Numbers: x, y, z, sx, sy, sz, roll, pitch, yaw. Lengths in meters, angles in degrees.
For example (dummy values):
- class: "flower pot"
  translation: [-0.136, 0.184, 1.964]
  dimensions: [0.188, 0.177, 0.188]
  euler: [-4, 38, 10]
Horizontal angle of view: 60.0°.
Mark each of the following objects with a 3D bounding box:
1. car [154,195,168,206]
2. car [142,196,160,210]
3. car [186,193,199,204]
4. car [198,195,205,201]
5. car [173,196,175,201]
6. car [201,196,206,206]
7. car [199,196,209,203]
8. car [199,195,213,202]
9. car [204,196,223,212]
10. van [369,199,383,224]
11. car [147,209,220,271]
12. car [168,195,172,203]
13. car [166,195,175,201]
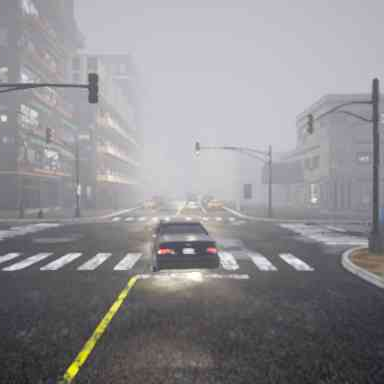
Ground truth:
- class: "car"
  translation: [-5.692, 1.368, 55.827]
  dimensions: [2.192, 1.841, 5.009]
  euler: [0, 0, 0]
- class: "car"
  translation: [-5.692, 1.562, 44.577]
  dimensions: [1.752, 1.417, 4.829]
  euler: [0, 0, 0]
- class: "car"
  translation: [-0.006, 1.291, 65.629]
  dimensions: [2.150, 2.045, 5.566]
  euler: [0, 0, 0]
- class: "car"
  translation: [2.684, 1.660, 94.772]
  dimensions: [1.752, 1.417, 4.829]
  euler: [0, 0, 0]
- class: "car"
  translation: [-5.696, 1.652, 83.523]
  dimensions: [1.887, 1.381, 4.507]
  euler: [0, 0, 0]
- class: "car"
  translation: [2.688, 1.626, 50.289]
  dimensions: [1.802, 1.307, 4.206]
  euler: [0, 0, 0]
- class: "car"
  translation: [2.686, 1.634, 72.445]
  dimensions: [2.008, 1.369, 4.403]
  euler: [0, 0, 0]
- class: "car"
  translation: [2.689, 1.368, 55.828]
  dimensions: [2.192, 1.841, 5.009]
  euler: [0, 0, 0]
- class: "car"
  translation: [2.689, 1.556, 39.380]
  dimensions: [1.752, 1.417, 4.829]
  euler: [0, 0, 0]
- class: "van"
  translation: [14.898, 1.421, 23.696]
  dimensions: [3.998, 1.788, 1.690]
  euler: [0, 0, 0]
- class: "car"
  translation: [-0.438, 1.544, 10.965]
  dimensions: [2.033, 1.411, 5.357]
  euler: [0, 0, -8]
- class: "car"
  translation: [-5.694, 1.623, 66.905]
  dimensions: [2.008, 1.369, 4.403]
  euler: [0, 0, 0]
- class: "car"
  translation: [-5.696, 1.561, 89.061]
  dimensions: [1.967, 1.590, 4.097]
  euler: [0, 0, 0]
